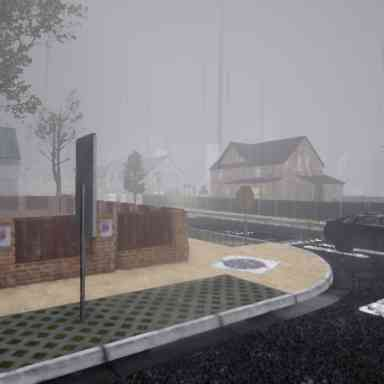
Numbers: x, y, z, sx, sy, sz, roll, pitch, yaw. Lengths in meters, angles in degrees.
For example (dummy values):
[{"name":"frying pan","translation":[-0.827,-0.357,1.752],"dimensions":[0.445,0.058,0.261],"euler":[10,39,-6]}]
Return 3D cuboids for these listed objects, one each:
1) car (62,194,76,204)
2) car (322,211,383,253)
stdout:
[{"name":"car","translation":[-16.008,1.019,43.400],"dimensions":[1.812,1.442,4.674],"euler":[1,0,-35]},{"name":"car","translation":[6.828,1.441,11.098],"dimensions":[2.128,1.511,4.902],"euler":[1,0,-35]}]
